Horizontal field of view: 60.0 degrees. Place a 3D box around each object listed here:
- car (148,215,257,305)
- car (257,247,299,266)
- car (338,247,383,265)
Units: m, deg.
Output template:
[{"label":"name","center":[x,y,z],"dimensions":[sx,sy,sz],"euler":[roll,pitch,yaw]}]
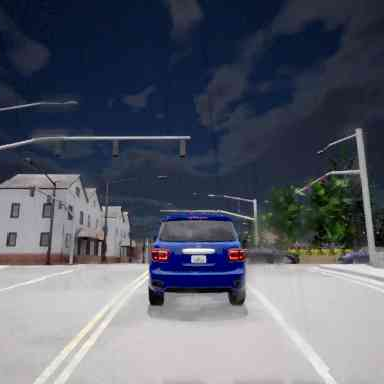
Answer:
[{"label":"car","center":[0.077,1.760,9.288],"dimensions":[2.150,2.045,5.566],"euler":[0,-7,-1]},{"label":"car","center":[5.905,5.120,26.515],"dimensions":[5.008,1.535,1.882],"euler":[-3,-12,16]},{"label":"car","center":[15.421,5.656,29.594],"dimensions":[4.553,1.767,2.097],"euler":[0,-12,1]}]
